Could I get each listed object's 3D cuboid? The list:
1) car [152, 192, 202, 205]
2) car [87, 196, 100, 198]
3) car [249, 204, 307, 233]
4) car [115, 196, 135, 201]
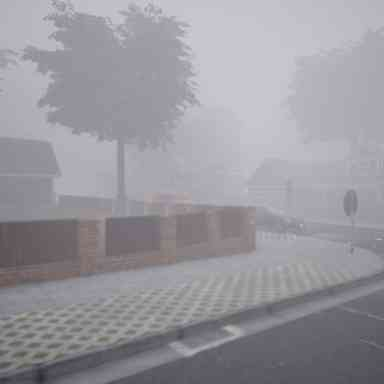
[{"bbox_3d":[-1.283,1.053,27.532,2.150,2.045,5.566,0,0,-36],"label":"car"},{"bbox_3d":[-12.923,1.193,43.971,1.895,1.301,4.718,0,0,-35],"label":"car"},{"bbox_3d":[4.451,1.473,19.497,1.812,1.442,4.674,0,0,-36],"label":"car"},{"bbox_3d":[-7.075,1.206,35.701,2.128,1.511,4.902,0,1,-35],"label":"car"}]
